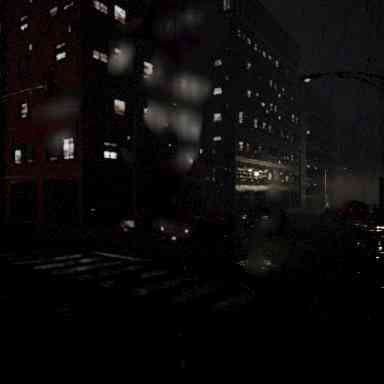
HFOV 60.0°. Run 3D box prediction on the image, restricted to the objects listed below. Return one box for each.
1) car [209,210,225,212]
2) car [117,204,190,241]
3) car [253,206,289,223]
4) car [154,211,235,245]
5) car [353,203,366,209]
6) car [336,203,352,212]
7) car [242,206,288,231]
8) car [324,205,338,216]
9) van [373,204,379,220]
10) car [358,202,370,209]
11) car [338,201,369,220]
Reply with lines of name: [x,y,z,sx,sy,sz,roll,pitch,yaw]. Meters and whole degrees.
car: [1.389,1.966,23.526,1.887,1.381,4.507,-1,-2,35]
car: [-1.906,1.633,18.887,2.192,1.841,5.009,-1,-2,35]
car: [7.881,2.149,32.680,1.752,1.417,4.829,-1,-2,35]
car: [0.393,1.926,17.621,1.895,1.301,4.718,0,-1,35]
car: [37.631,3.100,74.630,1.887,1.381,4.507,-1,-2,35]
car: [27.747,2.790,60.693,1.887,1.381,4.507,-1,-2,35]
car: [5.491,1.836,24.806,2.097,1.767,4.553,0,-1,35]
car: [18.853,2.447,43.525,2.033,1.411,5.357,0,-1,36]
van: [21.412,2.179,37.336,1.690,1.788,3.998,-1,-2,35]
car: [40.925,3.204,79.276,1.887,1.381,4.507,-1,-2,35]
car: [18.583,2.034,37.739,2.150,2.045,5.566,0,-1,35]
